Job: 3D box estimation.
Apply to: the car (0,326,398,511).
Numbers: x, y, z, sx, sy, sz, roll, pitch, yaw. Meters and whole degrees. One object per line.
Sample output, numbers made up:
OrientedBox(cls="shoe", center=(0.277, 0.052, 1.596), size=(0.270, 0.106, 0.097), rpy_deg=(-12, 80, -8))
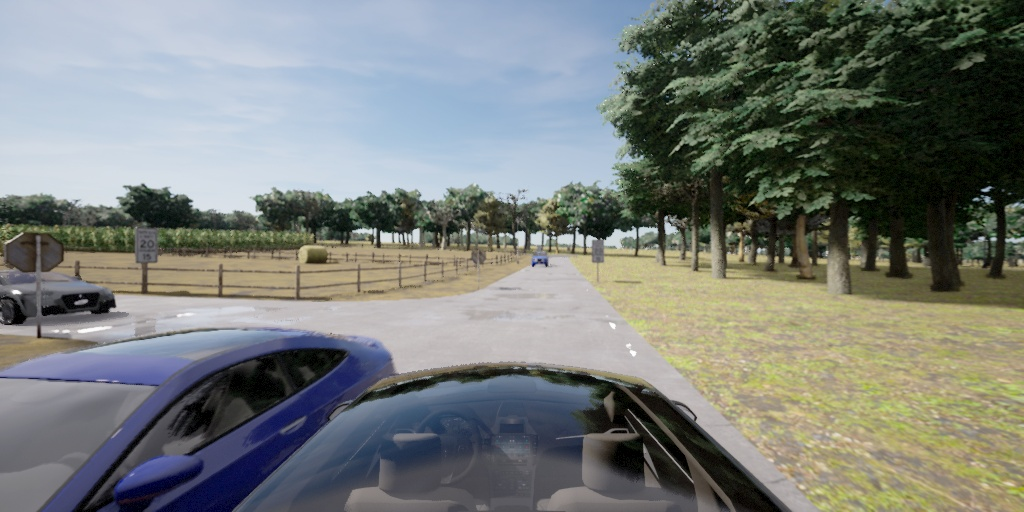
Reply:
OrientedBox(cls="car", center=(-2.330, 1.285, 2.203), size=(1.812, 1.442, 4.674), rpy_deg=(0, 0, 8))

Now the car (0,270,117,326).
OrientedBox(cls="car", center=(-14.065, 1.088, 10.371), size=(4.181, 1.385, 1.994), rpy_deg=(1, 0, 9))

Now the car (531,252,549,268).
OrientedBox(cls="car", center=(3.834, 0.440, 48.581), size=(2.150, 2.045, 5.566), rpy_deg=(0, 1, 8))
